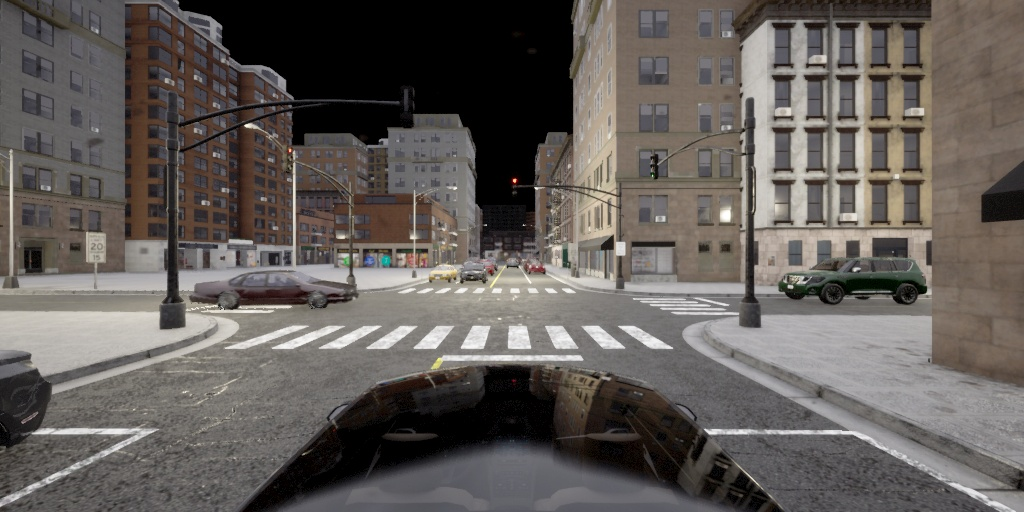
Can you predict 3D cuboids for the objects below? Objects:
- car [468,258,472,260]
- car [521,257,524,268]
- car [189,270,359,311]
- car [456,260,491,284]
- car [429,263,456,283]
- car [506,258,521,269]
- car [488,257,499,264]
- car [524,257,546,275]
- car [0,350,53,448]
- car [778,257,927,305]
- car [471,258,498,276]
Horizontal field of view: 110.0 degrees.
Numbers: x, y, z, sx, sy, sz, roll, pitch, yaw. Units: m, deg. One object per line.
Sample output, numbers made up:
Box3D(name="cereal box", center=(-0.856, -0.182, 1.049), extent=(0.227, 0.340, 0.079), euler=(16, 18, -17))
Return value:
Box3D(name="car", center=(-5.372, 1.302, 45.473), extent=(2.007, 1.370, 4.403), euler=(0, 0, 0))
Box3D(name="car", center=(2.653, 1.066, 45.470), extent=(2.192, 1.841, 5.009), euler=(0, 0, 0))
Box3D(name="car", center=(-8.856, 1.261, 13.717), extent=(5.357, 1.411, 2.033), euler=(0, 0, -8))
Box3D(name="car", center=(-2.819, 1.255, 27.219), extent=(1.837, 1.490, 4.892), euler=(0, 0, -1))
Box3D(name="car", center=(-5.379, 1.276, 28.317), extent=(1.751, 1.417, 4.829), euler=(0, 0, 0))
Box3D(name="car", center=(0.114, 1.317, 58.538), extent=(1.994, 1.385, 4.181), euler=(0, 0, 1))
Box3D(name="car", center=(-2.820, 1.257, 47.952), extent=(1.837, 1.490, 4.892), euler=(0, 0, 0))
Box3D(name="car", center=(2.651, 1.191, 39.808), extent=(1.967, 1.591, 4.097), euler=(0, 0, 0))
Box3D(name="car", center=(-5.388, 1.300, 1.642), extent=(2.007, 1.370, 4.403), euler=(0, 0, 0))
Box3D(name="car", center=(15.349, 1.056, 16.293), extent=(5.566, 2.045, 2.150), euler=(0, 0, -2))
Box3D(name="car", center=(-2.839, 1.229, 37.536), extent=(1.882, 1.535, 5.008), euler=(0, 0, 0))
